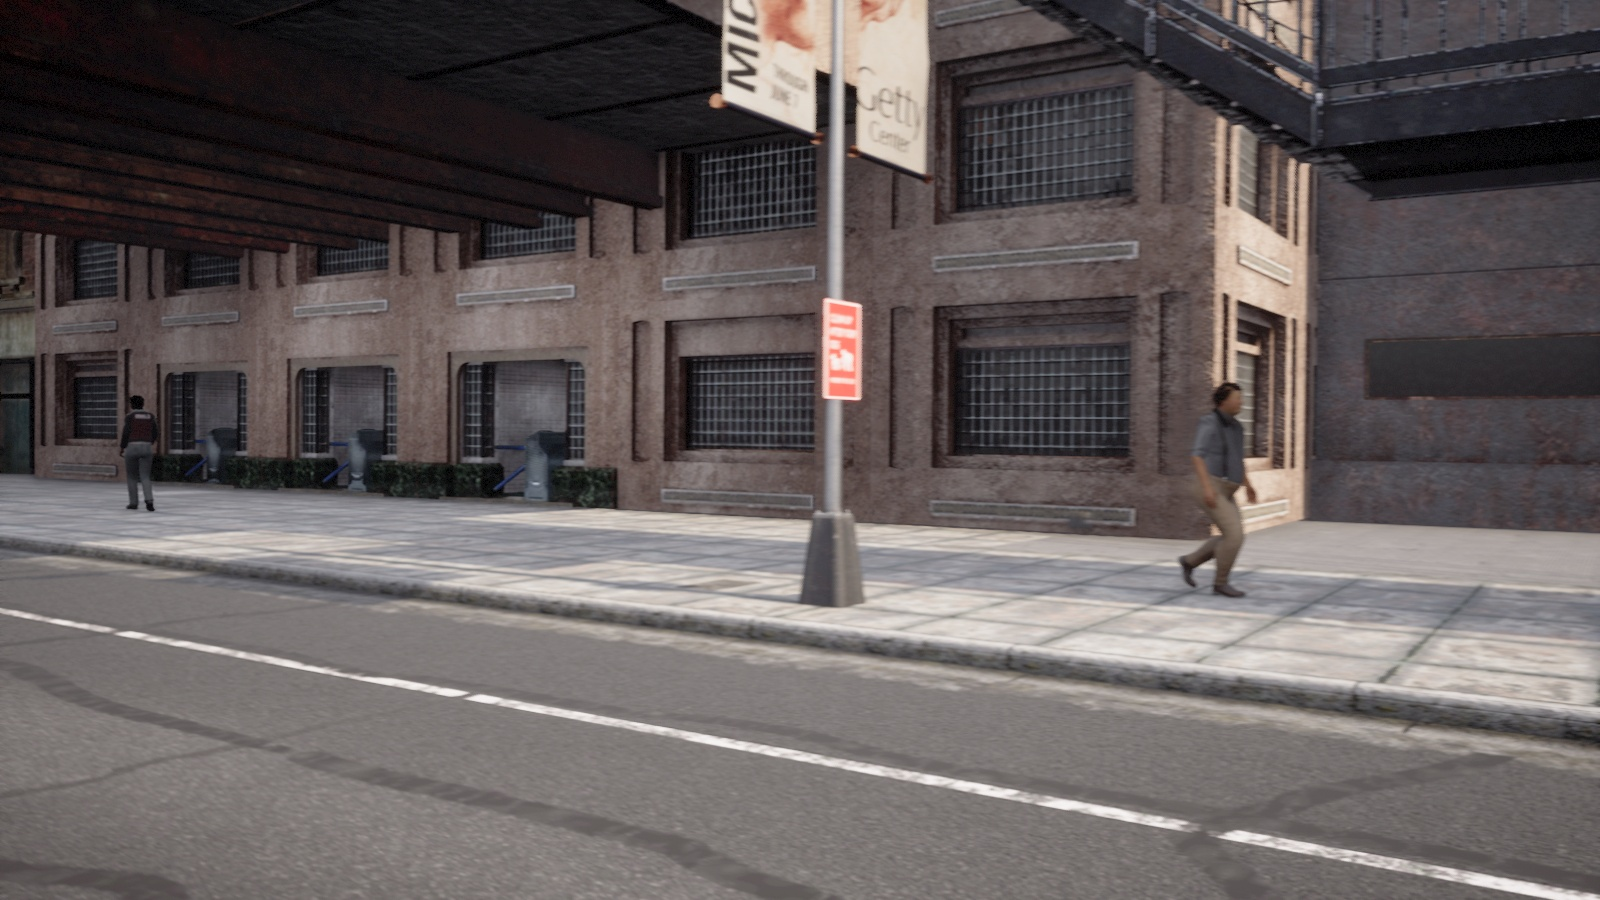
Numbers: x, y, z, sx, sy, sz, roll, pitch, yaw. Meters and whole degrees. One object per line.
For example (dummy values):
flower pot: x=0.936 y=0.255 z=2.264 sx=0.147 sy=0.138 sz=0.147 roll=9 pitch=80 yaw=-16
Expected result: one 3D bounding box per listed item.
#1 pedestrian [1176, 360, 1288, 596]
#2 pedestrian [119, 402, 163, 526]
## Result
pedestrian: x=3.528 y=0.217 z=10.254 sx=0.694 sy=1.848 sz=0.540 roll=0 pitch=1 yaw=45
pedestrian: x=-10.391 y=0.213 z=19.792 sx=0.402 sy=1.930 sz=0.666 roll=-1 pitch=1 yaw=-45
